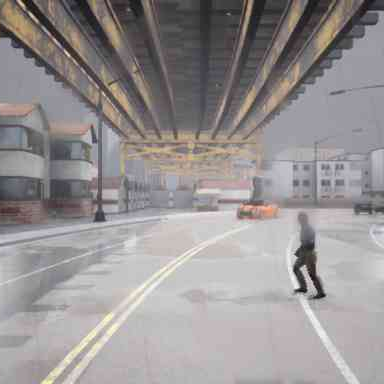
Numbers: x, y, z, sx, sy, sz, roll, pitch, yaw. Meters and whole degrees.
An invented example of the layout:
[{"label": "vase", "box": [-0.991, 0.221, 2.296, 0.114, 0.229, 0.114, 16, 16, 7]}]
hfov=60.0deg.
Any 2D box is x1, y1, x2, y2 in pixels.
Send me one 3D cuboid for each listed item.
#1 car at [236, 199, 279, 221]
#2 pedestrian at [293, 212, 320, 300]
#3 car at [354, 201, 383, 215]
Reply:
[{"label": "car", "box": [5.446, 1.384, 27.497, 2.097, 1.767, 4.553, 0, -1, 36]}, {"label": "pedestrian", "box": [2.414, 1.292, 7.021, 0.375, 1.860, 0.375, 1, -1, 10]}, {"label": "car", "box": [19.679, 1.721, 36.404, 4.902, 1.511, 2.128, 2, -1, -35]}]
